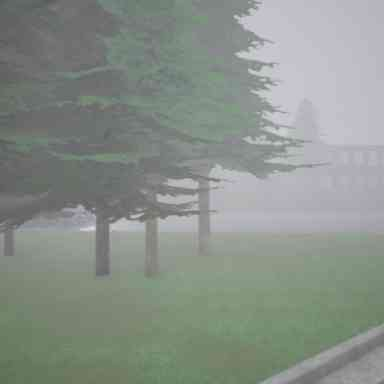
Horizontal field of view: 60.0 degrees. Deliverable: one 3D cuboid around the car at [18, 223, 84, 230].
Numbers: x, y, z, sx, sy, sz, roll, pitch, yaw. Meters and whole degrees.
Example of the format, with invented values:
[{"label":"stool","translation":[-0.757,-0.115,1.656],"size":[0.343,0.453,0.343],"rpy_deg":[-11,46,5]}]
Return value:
[{"label":"car","translation":[-8.791,1.551,20.508],"size":[4.181,1.385,1.994],"rpy_deg":[0,0,3]}]
